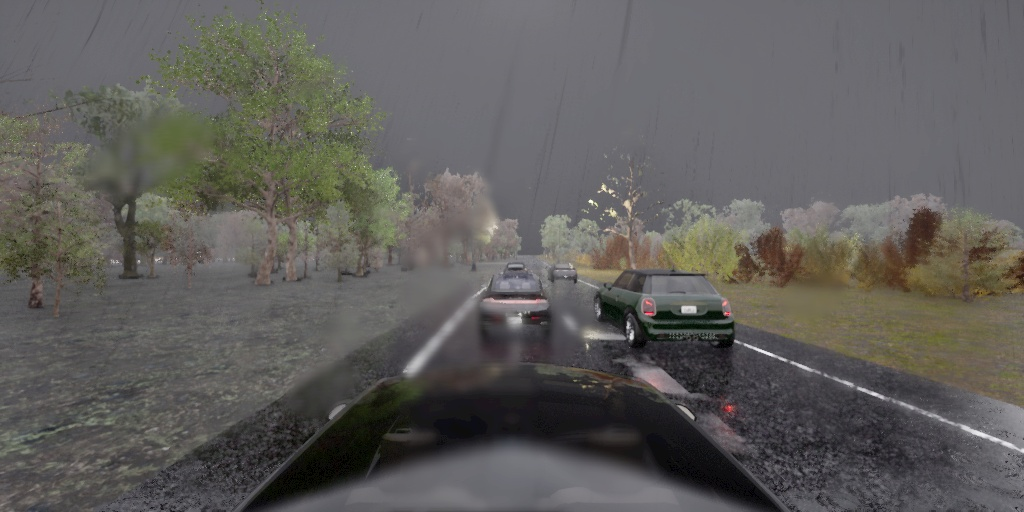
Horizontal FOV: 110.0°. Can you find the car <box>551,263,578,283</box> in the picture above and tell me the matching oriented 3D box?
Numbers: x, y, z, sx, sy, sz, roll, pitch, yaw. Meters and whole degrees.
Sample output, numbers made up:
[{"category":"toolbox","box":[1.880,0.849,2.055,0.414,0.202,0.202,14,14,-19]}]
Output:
[{"category":"car","box":[3.800,1.234,27.336,2.128,1.511,4.902,0,0,1]}]

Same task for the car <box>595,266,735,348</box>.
[{"category":"car","box":[3.598,1.100,9.359,2.097,1.767,4.553,0,0,1]}]

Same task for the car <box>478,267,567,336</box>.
[{"category":"car","box":[0.100,1.239,10.395,2.128,1.511,4.902,0,0,0]}]

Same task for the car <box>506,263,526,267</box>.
[{"category":"car","box":[0.304,1.248,27.608,1.837,1.490,4.892,0,0,1]}]
